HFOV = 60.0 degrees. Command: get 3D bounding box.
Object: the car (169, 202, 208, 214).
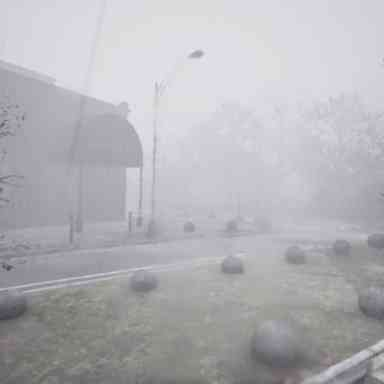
[{"bbox_3d":[-0.512,1.943,41.069,4.718,1.301,1.895,1,-1,35],"label":"car"}]
